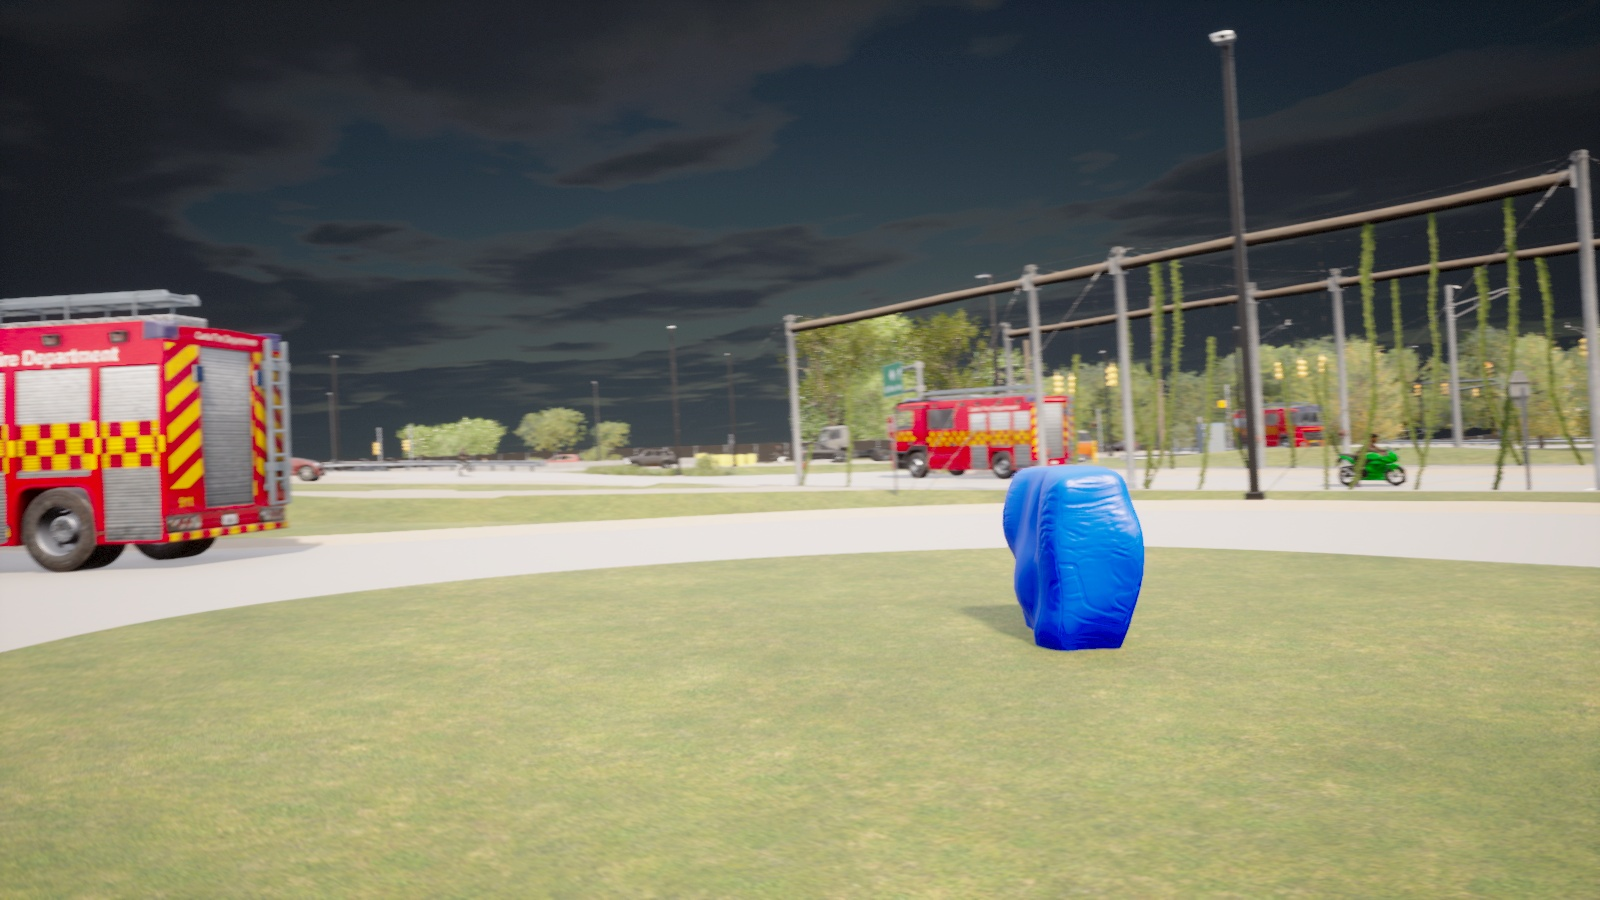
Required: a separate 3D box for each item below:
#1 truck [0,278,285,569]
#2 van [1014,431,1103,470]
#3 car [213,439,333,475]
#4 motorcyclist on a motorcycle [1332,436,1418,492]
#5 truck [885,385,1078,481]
[{"bbox_3d":[-12.432,-0.264,18.718,8.468,3.827,2.891,-1,0,10],"label":"truck"},{"bbox_3d":[14.189,0.037,68.970,4.442,1.987,1.775,-1,-1,-15],"label":"van"},{"bbox_3d":[-25.616,0.349,61.222,5.027,1.651,2.152,1,-1,-12],"label":"car"},{"bbox_3d":[16.363,0.410,35.795,0.797,1.523,2.044,-2,1,-39],"label":"motorcyclist on a motorcycle"},{"bbox_3d":[7.686,-0.681,54.302,2.891,3.827,8.468,-2,1,-39],"label":"truck"}]
